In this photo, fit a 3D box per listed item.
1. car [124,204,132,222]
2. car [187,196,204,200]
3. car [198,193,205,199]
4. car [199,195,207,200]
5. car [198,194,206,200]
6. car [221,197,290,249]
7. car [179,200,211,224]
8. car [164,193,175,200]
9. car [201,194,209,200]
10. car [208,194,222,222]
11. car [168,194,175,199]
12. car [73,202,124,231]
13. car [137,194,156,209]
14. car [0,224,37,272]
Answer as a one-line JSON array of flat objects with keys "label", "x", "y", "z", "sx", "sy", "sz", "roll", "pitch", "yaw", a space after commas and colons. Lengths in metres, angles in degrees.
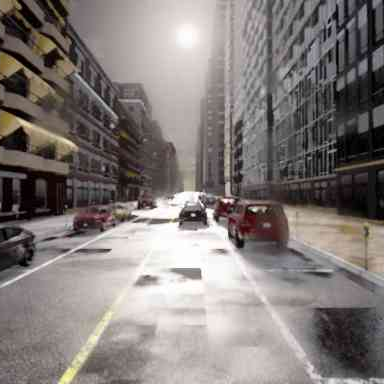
[{"label": "car", "x": -5.695, "y": 1.462, "z": 25.496, "sx": 1.752, "sy": 1.417, "sz": 4.829, "roll": 1, "pitch": 0, "yaw": 0}, {"label": "car", "x": 0.072, "y": 1.498, "z": 39.648, "sx": 1.895, "sy": 1.301, "sz": 4.718, "roll": 0, "pitch": 0, "yaw": 0}, {"label": "car", "x": 2.639, "y": 1.175, "z": 93.486, "sx": 1.967, "sy": 1.590, "sz": 4.097, "roll": 1, "pitch": 0, "yaw": 0}, {"label": "car", "x": 2.645, "y": 1.337, "z": 82.184, "sx": 1.947, "sy": 1.339, "sz": 4.313, "roll": 1, "pitch": 0, "yaw": 0}, {"label": "car", "x": 2.641, "y": 1.298, "z": 87.835, "sx": 1.887, "sy": 1.381, "sz": 4.507, "roll": 1, "pitch": 0, "yaw": 0}, {"label": "car", "x": 2.696, "y": 1.281, "z": 14.368, "sx": 2.192, "sy": 1.841, "sz": 5.009, "roll": 1, "pitch": 0, "yaw": 0}, {"label": "car", "x": 0.083, "y": 1.504, "z": 24.065, "sx": 1.994, "sy": 1.385, "sz": 4.181, "roll": 0, "pitch": 0, "yaw": 0}, {"label": "car", "x": -5.731, "y": 1.086, "z": 82.180, "sx": 2.192, "sy": 1.841, "sz": 5.009, "roll": 1, "pitch": 0, "yaw": 0}, {"label": "car", "x": 2.670, "y": 1.313, "z": 48.275, "sx": 1.967, "sy": 1.590, "sz": 4.097, "roll": 1, "pitch": 0, "yaw": 0}, {"label": "car", "x": 2.688, "y": 1.251, "z": 25.670, "sx": 2.192, "sy": 1.841, "sz": 5.009, "roll": 1, "pitch": 0, "yaw": 0}, {"label": "car", "x": -5.743, "y": 1.301, "z": 93.483, "sx": 1.947, "sy": 1.339, "sz": 4.313, "roll": 1, "pitch": 0, "yaw": 0}, {"label": "car", "x": -5.692, "y": 1.496, "z": 20.016, "sx": 1.887, "sy": 1.381, "sz": 4.507, "roll": 1, "pitch": 0, "yaw": 0}, {"label": "car", "x": -5.704, "y": 1.204, "z": 42.621, "sx": 2.192, "sy": 1.841, "sz": 5.009, "roll": 1, "pitch": 0, "yaw": 0}, {"label": "car", "x": -5.684, "y": 1.545, "z": 8.713, "sx": 1.947, "sy": 1.339, "sz": 4.313, "roll": 1, "pitch": 0, "yaw": 0}]
